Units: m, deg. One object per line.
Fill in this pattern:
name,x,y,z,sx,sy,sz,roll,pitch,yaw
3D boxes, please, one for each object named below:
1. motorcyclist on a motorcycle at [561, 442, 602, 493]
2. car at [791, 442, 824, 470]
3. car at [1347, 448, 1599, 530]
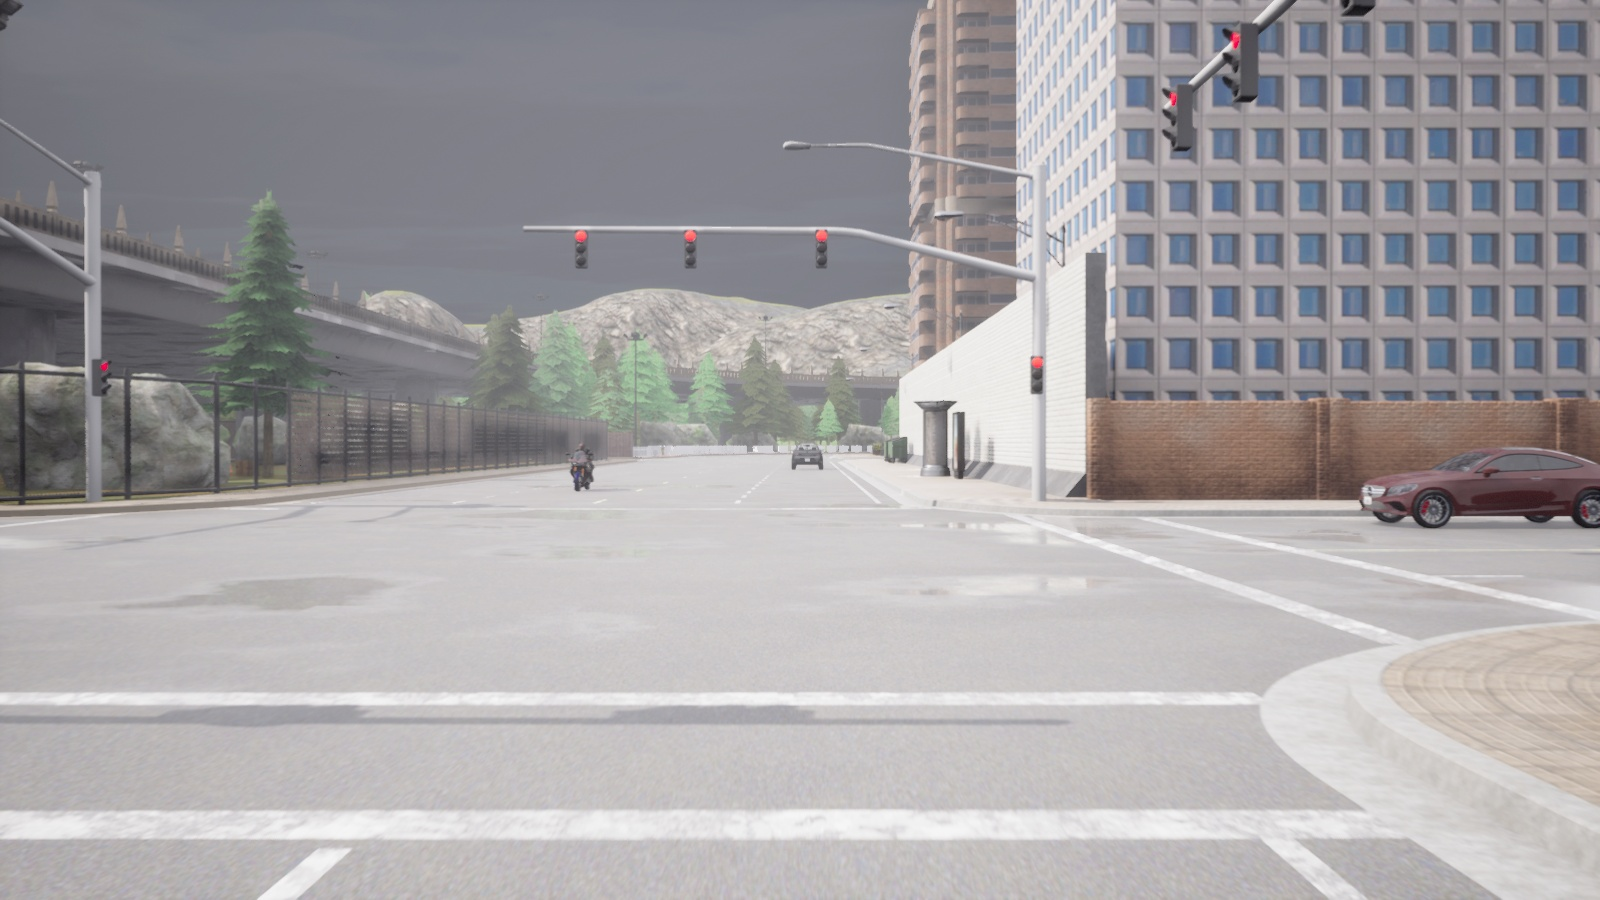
motorcyclist on a motorcycle,-6.765,0.526,38.982,0.866,1.530,2.191,0,0,0
car,0.411,0.311,70.084,1.816,1.474,4.193,0,0,0
car,12.796,0.690,23.078,4.674,1.442,1.812,0,0,0
